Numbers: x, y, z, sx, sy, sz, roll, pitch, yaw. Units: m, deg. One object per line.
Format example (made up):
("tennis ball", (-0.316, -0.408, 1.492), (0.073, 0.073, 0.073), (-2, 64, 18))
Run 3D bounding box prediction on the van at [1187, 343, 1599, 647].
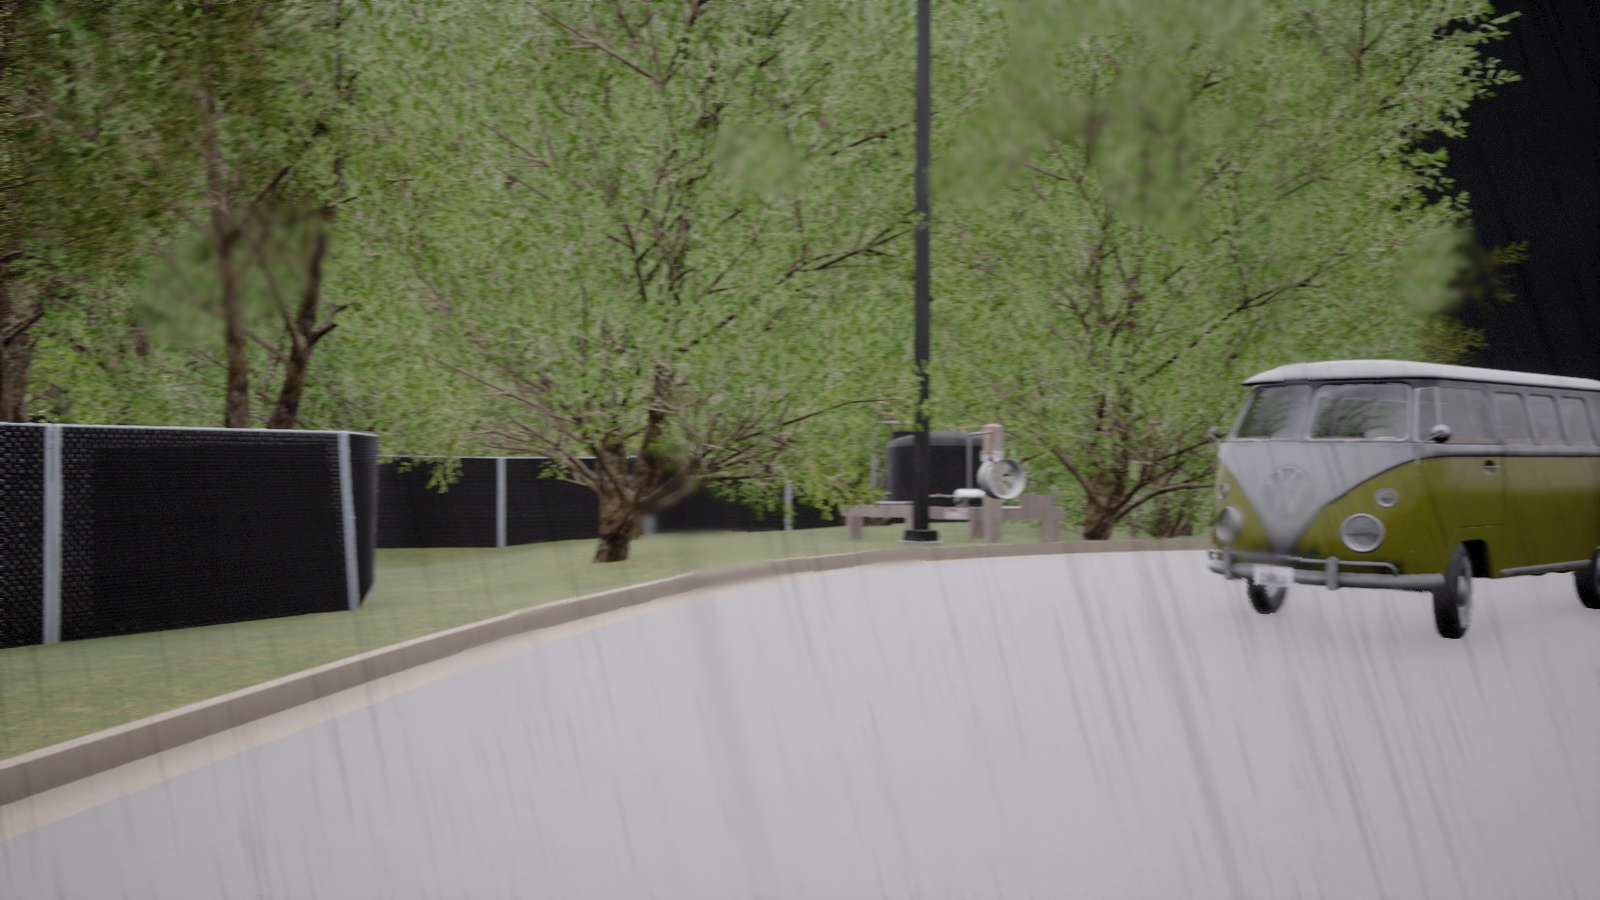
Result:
("van", (5.276, 0.286, 10.260), (4.442, 1.987, 1.775), (0, 0, -37))
